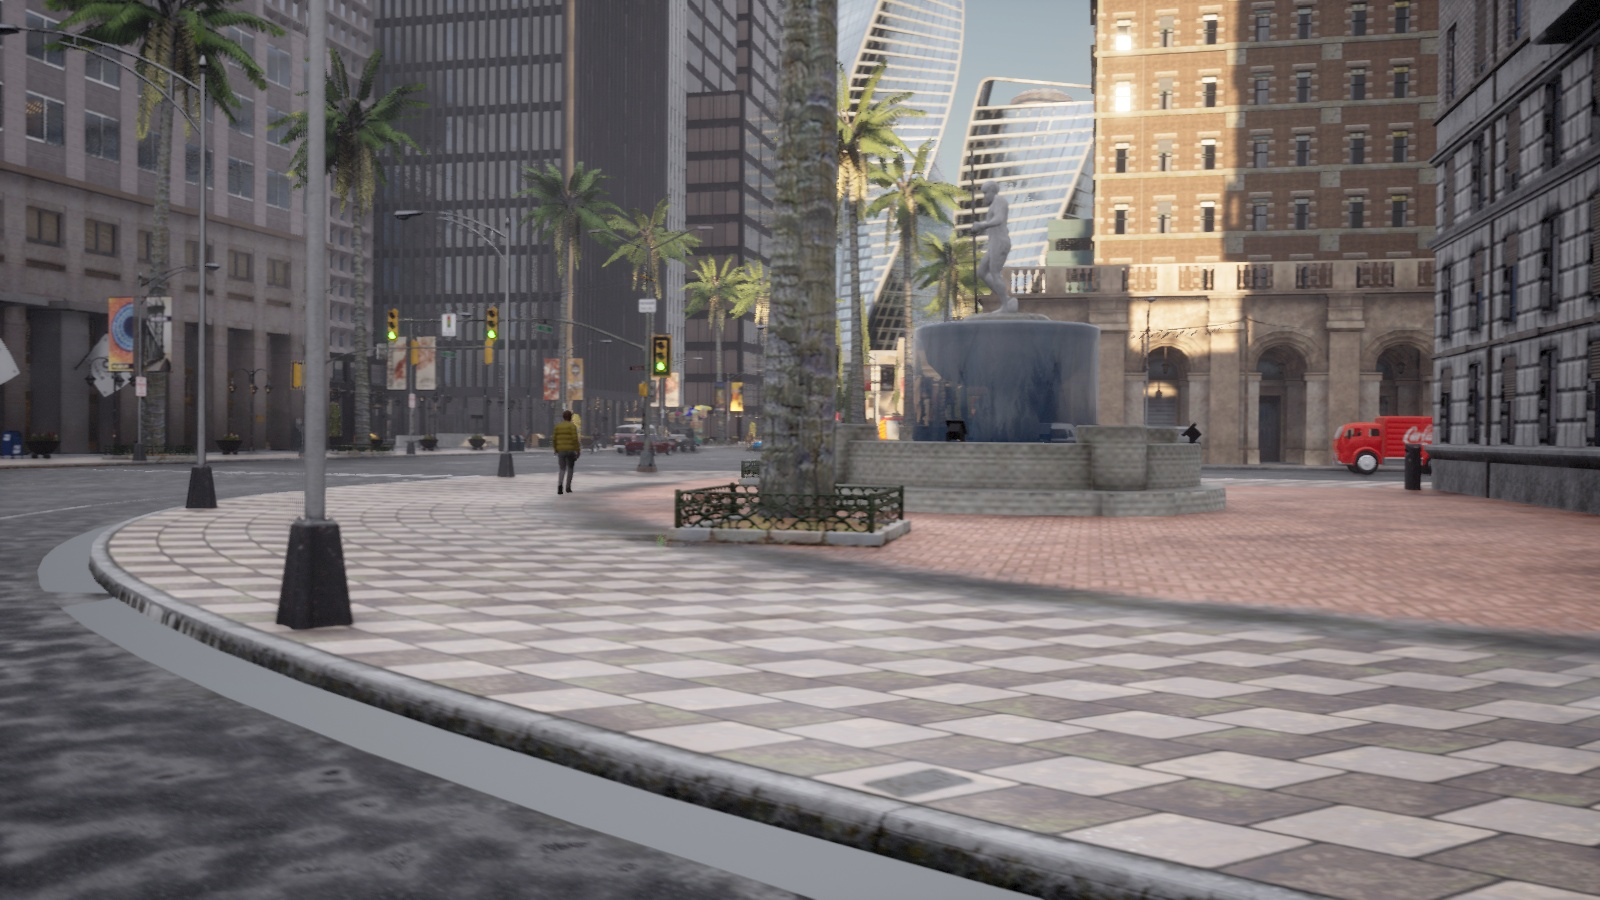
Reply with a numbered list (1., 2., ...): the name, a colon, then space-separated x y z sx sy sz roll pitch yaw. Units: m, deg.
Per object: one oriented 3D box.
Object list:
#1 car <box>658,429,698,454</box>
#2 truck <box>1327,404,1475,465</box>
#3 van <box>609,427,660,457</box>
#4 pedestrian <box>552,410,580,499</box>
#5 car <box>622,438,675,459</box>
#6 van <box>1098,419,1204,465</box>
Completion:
1. car: -9.424 -0.645 97.403 1.905 1.878 3.866 0 1 14
2. truck: 25.384 -0.656 53.244 5.204 2.467 2.627 0 1 14
3. van: -11.593 -0.584 88.493 2.069 2.038 4.480 0 1 14
4. pedestrian: -4.931 0.090 26.472 0.370 1.835 0.726 0 1 5
5. car: -9.756 -0.129 81.251 1.895 1.301 4.718 0 1 13
6. van: 15.496 -0.362 55.586 4.442 1.987 1.775 0 1 14
